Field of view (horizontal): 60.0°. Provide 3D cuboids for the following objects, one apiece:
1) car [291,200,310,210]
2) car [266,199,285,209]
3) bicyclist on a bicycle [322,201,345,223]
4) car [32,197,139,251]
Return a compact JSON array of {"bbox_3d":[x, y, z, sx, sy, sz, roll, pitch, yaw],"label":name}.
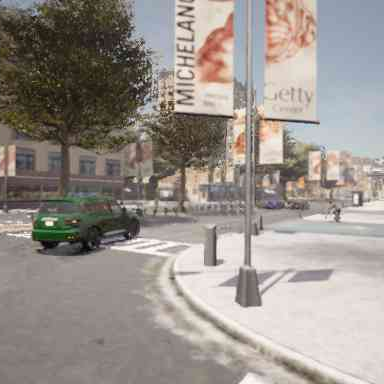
[{"bbox_3d":[15.957,1.860,48.977,1.812,1.442,4.674,0,0,32],"label":"car"},{"bbox_3d":[12.523,1.832,50.069,1.812,1.442,4.674,0,0,32],"label":"car"},{"bbox_3d":[10.560,1.495,24.883,1.656,1.620,0.582,0,0,31],"label":"bicyclist on a bicycle"},{"bbox_3d":[-4.306,1.238,14.418,2.150,2.045,5.566,0,0,17],"label":"car"}]
